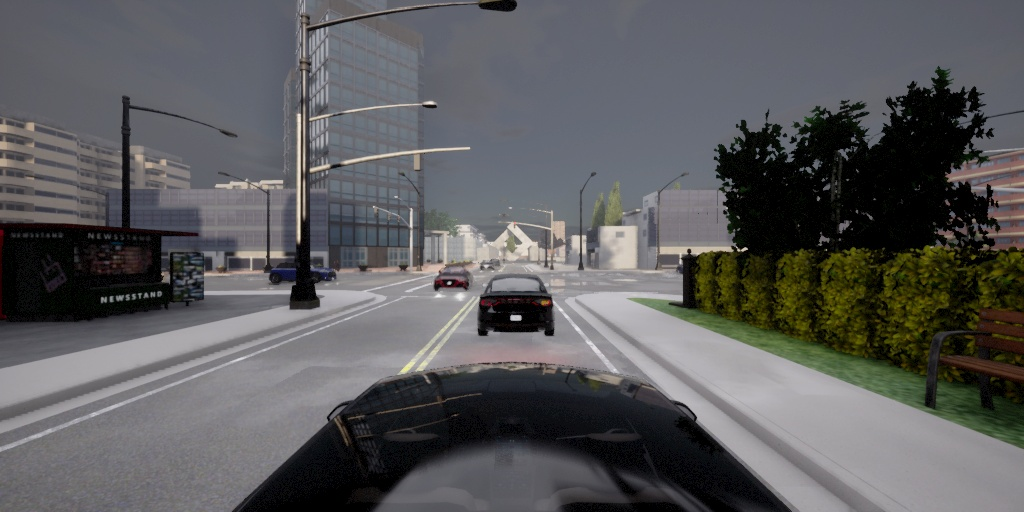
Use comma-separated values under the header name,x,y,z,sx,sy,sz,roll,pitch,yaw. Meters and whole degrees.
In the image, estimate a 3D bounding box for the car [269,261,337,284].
name,x,y,z,sx,sy,sz,roll,pitch,yaw
car,-16.274,1.210,28.084,4.553,1.767,2.097,-1,0,0

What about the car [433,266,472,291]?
name,x,y,z,sx,sy,sz,roll,pitch,yaw
car,-3.516,1.333,22.074,1.994,1.385,4.181,0,0,0

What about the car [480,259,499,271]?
name,x,y,z,sx,sy,sz,roll,pitch,yaw
car,-3.379,1.242,49.523,2.128,1.511,4.902,0,0,0

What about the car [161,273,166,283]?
name,x,y,z,sx,sy,sz,roll,pitch,yaw
car,-30.103,1.508,28.039,5.008,1.535,1.882,0,0,0

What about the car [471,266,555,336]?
name,x,y,z,sx,sy,sz,roll,pitch,yaw
car,0.114,1.228,10.474,1.882,1.535,5.008,0,0,1

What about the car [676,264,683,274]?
name,x,y,z,sx,sy,sz,roll,pitch,yaw
car,20.294,1.056,38.904,4.553,1.767,2.097,0,0,0

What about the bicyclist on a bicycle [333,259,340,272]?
name,x,y,z,sx,sy,sz,roll,pitch,yaw
bicyclist on a bicycle,-21.803,1.216,44.543,0.582,1.620,1.656,-1,0,0
